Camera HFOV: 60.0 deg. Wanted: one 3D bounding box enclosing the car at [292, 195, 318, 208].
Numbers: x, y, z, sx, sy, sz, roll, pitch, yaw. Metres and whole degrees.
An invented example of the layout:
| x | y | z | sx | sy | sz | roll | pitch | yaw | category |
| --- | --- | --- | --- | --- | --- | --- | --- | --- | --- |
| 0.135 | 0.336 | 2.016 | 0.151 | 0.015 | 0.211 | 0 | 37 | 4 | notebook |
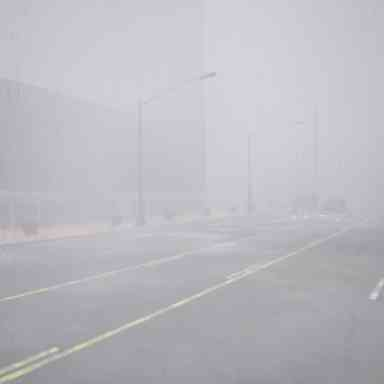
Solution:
| x | y | z | sx | sy | sz | roll | pitch | yaw | category |
| --- | --- | --- | --- | --- | --- | --- | --- | --- | --- |
| 14.829 | 1.378 | 43.138 | 2.150 | 2.045 | 5.566 | -2 | -1 | 36 | car |

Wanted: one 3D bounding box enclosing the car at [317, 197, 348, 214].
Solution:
| x | y | z | sx | sy | sz | roll | pitch | yaw | category |
| --- | --- | --- | --- | --- | --- | --- | --- | --- | --- |
| 17.669 | 1.644 | 41.074 | 2.150 | 2.045 | 5.566 | -2 | -1 | 36 | car |
